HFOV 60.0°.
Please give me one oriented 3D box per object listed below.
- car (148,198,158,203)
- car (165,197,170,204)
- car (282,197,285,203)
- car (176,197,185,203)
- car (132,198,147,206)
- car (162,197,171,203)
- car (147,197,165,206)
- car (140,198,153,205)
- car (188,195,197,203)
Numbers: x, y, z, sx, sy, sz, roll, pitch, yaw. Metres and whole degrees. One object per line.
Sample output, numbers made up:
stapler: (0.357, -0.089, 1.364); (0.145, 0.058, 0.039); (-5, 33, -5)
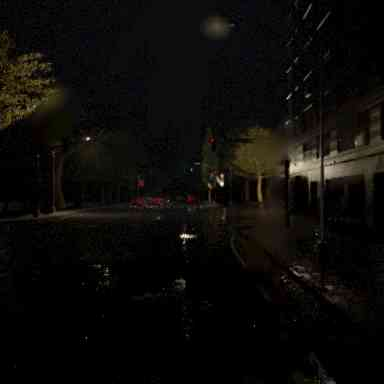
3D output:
car: (-9.733, 2.184, 83.583); (1.895, 1.301, 4.718); (0, -1, 0)
car: (-6.485, 1.962, 71.261); (2.033, 1.411, 5.357); (0, -1, 0)
car: (16.029, 0.915, 52.242); (5.008, 1.535, 1.882); (-1, 1, -43)
car: (-3.232, 2.032, 90.000); (2.097, 1.767, 4.553); (0, -1, 0)
car: (-9.737, 1.774, 60.625); (1.882, 1.535, 5.008); (0, -1, 0)
car: (-6.483, 2.090, 83.681); (1.837, 1.490, 4.892); (0, -1, 0)
car: (-6.487, 1.774, 60.624); (1.882, 1.535, 5.008); (0, -1, 0)
car: (-9.735, 1.945, 71.061); (2.128, 1.511, 4.902); (0, -1, 0)
car: (0.018, 1.897, 89.670); (2.150, 2.045, 5.566); (0, -1, 0)
